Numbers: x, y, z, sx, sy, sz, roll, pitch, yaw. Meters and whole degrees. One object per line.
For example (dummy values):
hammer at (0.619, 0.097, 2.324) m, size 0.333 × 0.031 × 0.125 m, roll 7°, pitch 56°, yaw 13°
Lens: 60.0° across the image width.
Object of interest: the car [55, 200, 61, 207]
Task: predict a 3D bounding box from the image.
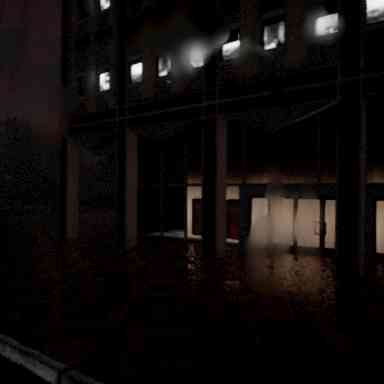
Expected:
car at (-18.838, 1.437, 51.619) m, size 2.097 × 1.767 × 4.553 m, roll 1°, pitch 1°, yaw 38°

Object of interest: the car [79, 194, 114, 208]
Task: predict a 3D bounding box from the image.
car at (-14.715, 1.340, 51.603) m, size 2.150 × 2.045 × 5.566 m, roll 1°, pitch 1°, yaw 38°
